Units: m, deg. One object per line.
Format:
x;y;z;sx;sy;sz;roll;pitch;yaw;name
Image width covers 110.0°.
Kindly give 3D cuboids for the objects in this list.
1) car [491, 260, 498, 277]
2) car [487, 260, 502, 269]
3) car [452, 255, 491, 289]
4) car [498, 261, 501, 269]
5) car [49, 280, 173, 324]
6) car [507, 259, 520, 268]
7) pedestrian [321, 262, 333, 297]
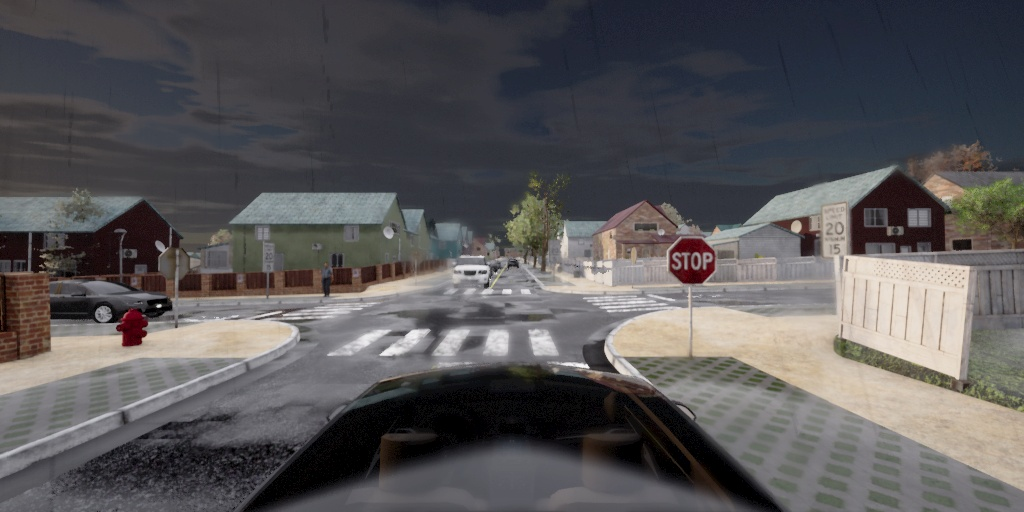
-2.789;1.247;34.784;2.128;1.511;4.902;0;0;0;car
-2.711;1.315;55.950;1.994;1.385;4.181;0;0;1;car
-2.631;0.974;23.837;2.150;2.045;5.566;0;0;-3;car
-2.765;1.232;45.789;1.882;1.535;5.008;0;0;0;car
-15.004;1.601;12.766;4.892;1.490;1.837;-2;-1;0;car
0.207;1.254;61.777;1.837;1.490;4.892;0;0;0;car
-9.662;1.213;18.654;0.375;1.860;0.375;0;0;0;pedestrian
